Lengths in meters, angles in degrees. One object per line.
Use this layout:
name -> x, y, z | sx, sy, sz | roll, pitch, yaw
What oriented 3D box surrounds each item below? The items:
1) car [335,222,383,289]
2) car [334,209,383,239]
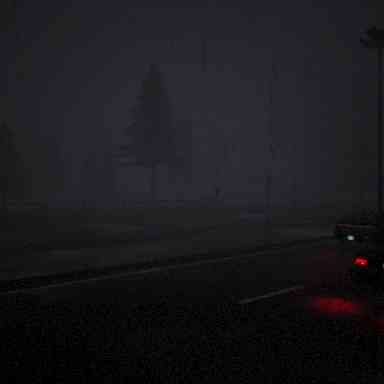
car -> 5.969, 1.529, 8.020 | 5.357, 1.411, 2.033 | 0, 0, -35
car -> 7.802, 1.462, 13.583 | 4.902, 1.511, 2.128 | 0, 0, -35
